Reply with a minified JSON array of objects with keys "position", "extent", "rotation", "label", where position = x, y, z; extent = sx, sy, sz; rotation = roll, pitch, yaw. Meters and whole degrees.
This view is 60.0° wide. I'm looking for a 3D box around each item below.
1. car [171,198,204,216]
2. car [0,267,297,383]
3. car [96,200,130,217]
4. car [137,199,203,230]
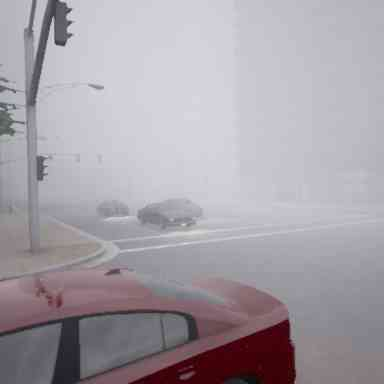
[{"position":[-0.933,1.237,25.835],"extent":[1.837,1.490,4.892],"rotation":[-2,1,-31],"label":"car"},{"position":[-1.398,1.479,2.610],"extent":[5.008,1.535,1.882],"rotation":[-2,1,-31],"label":"car"},{"position":[-6.956,1.383,29.090],"extent":[1.994,1.385,4.181],"rotation":[-2,1,-31],"label":"car"},{"position":[-1.734,1.371,20.290],"extent":[2.033,1.411,5.357],"rotation":[-2,1,-29],"label":"car"}]
